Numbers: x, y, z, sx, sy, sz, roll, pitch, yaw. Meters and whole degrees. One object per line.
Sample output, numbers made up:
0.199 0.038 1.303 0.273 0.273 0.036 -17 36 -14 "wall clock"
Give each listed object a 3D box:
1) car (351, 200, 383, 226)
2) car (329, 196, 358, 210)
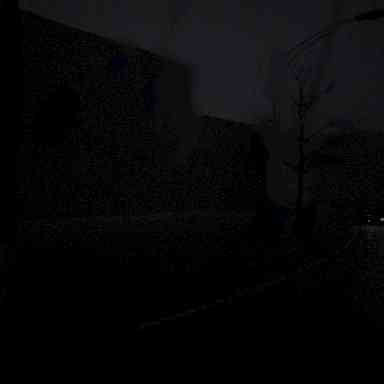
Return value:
12.102 1.445 21.945 1.994 1.385 4.181 1 1 18 "car"
17.958 1.261 39.025 1.882 1.535 5.008 1 0 -4 "car"
